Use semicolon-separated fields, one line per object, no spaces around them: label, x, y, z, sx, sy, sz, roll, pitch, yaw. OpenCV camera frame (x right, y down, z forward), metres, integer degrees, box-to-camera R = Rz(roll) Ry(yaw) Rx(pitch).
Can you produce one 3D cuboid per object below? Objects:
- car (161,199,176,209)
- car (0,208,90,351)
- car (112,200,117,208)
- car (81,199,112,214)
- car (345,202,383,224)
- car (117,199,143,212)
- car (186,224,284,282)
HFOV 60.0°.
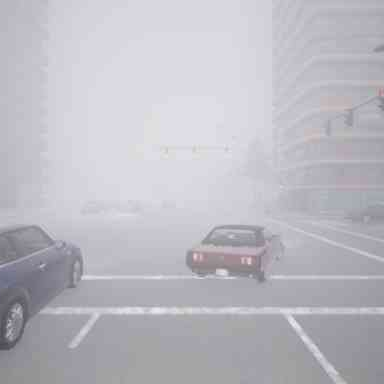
car;-3.397;1.658;48.401;1.994;1.385;4.181;0;0;0
car;-3.657;1.365;6.343;2.097;1.767;4.553;0;0;-3
car;-10.551;1.690;45.533;1.895;1.301;4.718;0;0;0
car;-10.569;1.576;36.276;1.837;1.490;4.892;0;0;0
car;13.986;1.553;24.753;4.892;1.490;1.837;0;0;0
car;-7.049;1.569;39.897;2.128;1.511;4.902;0;0;0
car;1.541;1.620;9.967;1.895;1.301;4.718;0;0;22
